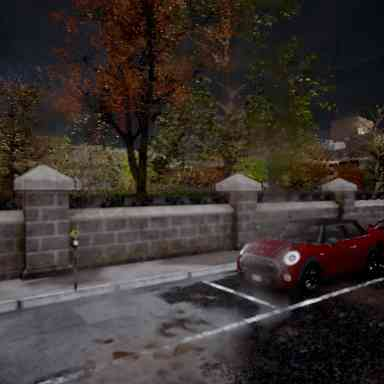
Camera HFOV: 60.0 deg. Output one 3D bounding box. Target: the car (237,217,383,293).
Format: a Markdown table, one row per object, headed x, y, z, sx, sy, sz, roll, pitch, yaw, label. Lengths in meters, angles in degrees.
| x | y | z | sx | sy | sz | roll | pitch | yaw | label |
| --- | --- | --- | --- | --- | --- | --- | --- | --- | --- |
| 3.109 | 1.448 | 8.787 | 4.097 | 1.590 | 1.967 | 0 | 0 | -36 | car |
